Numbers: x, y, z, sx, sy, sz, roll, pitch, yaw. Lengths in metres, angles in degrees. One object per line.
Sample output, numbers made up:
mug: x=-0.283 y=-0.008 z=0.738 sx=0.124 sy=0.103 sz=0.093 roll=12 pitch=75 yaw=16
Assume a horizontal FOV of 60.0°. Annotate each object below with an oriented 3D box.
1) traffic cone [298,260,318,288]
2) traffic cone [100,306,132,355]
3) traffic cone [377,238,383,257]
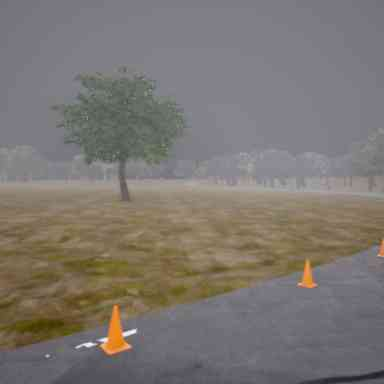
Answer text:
traffic cone: x=2.717 y=1.886 z=7.800 sx=0.340 sy=0.580 sz=0.340 roll=-1 pitch=1 yaw=-40
traffic cone: x=-1.090 y=1.928 z=4.763 sx=0.340 sy=0.580 sz=0.340 roll=-1 pitch=1 yaw=-37
traffic cone: x=6.368 y=1.833 z=11.019 sx=0.340 sy=0.580 sz=0.340 roll=-1 pitch=1 yaw=-43
